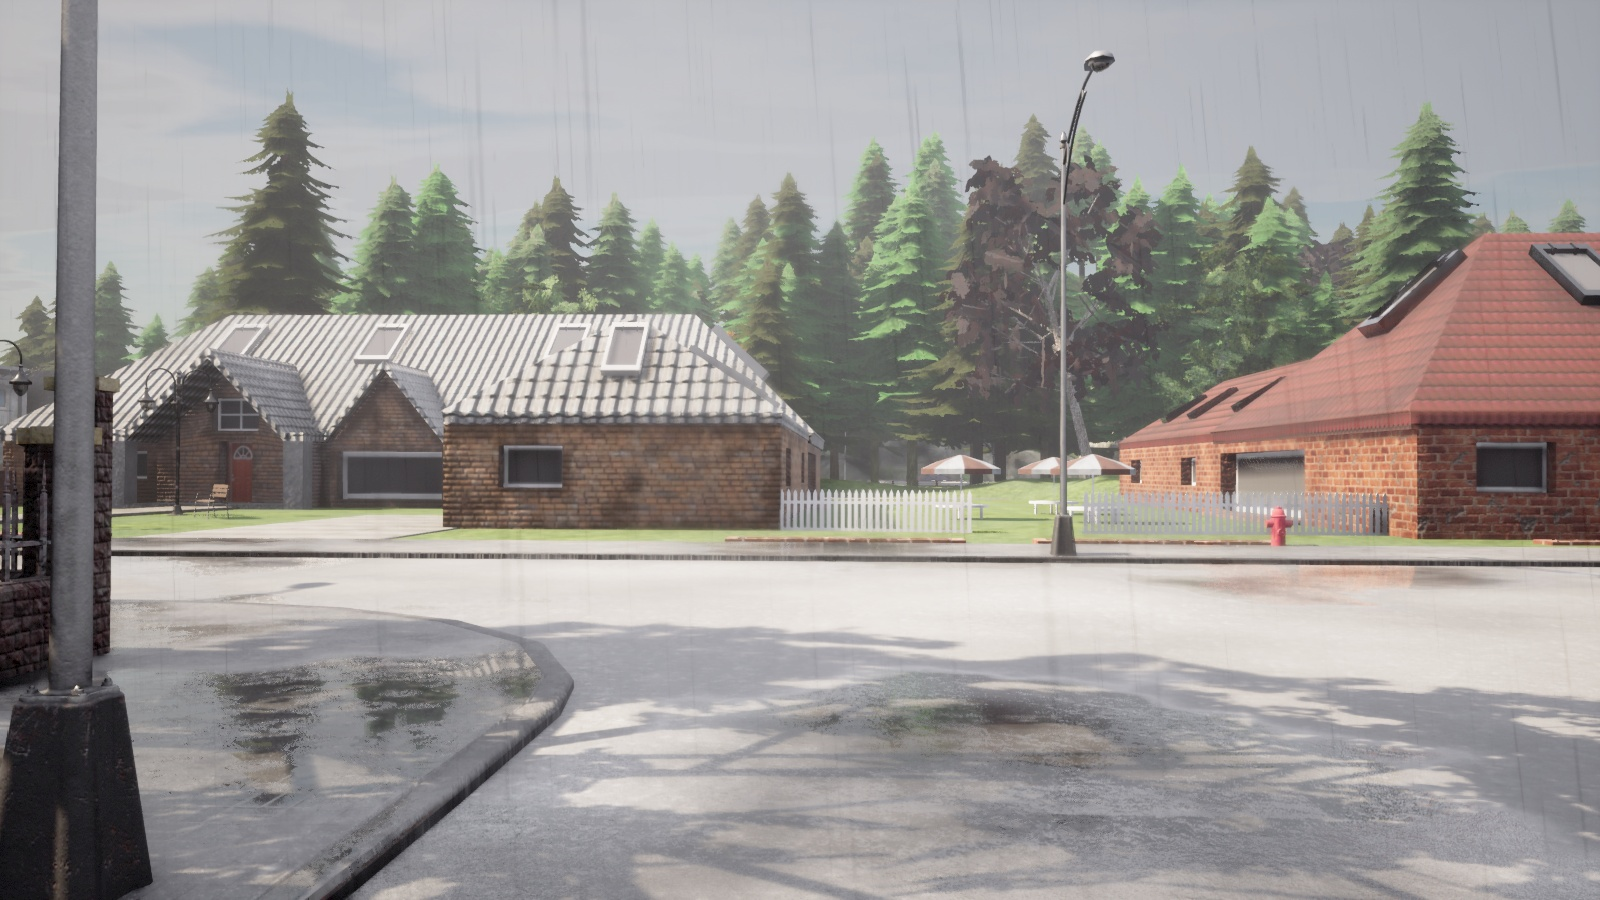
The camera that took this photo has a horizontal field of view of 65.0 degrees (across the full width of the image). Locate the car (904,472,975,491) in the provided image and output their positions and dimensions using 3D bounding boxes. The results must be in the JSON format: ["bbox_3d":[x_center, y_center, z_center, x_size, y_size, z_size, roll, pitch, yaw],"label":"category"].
[{"bbox_3d":[10.809,2.452,97.488,5.357,1.411,2.033,0,-1,3],"label":"car"}]
